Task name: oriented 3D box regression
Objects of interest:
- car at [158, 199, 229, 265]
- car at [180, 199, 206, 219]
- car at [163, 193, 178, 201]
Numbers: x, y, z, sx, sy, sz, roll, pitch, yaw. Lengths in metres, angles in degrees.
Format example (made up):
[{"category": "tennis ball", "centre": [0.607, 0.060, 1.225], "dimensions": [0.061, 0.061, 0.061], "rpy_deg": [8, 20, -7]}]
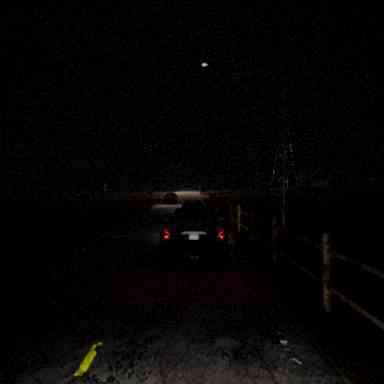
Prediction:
[{"category": "car", "centre": [0.064, 1.298, 11.657], "dimensions": [2.097, 1.767, 4.553], "rpy_deg": [0, 0, 0]}, {"category": "car", "centre": [0.063, 1.312, 27.314], "dimensions": [1.994, 1.385, 4.181], "rpy_deg": [0, 1, 0]}, {"category": "car", "centre": [-2.844, 0.819, 44.562], "dimensions": [1.882, 1.535, 5.008], "rpy_deg": [0, 2, 0]}]
